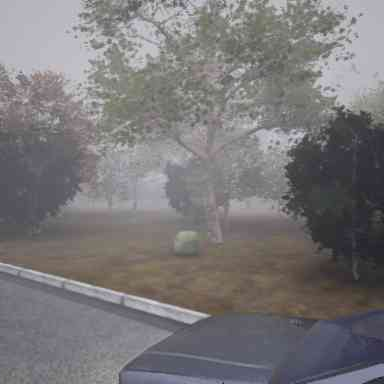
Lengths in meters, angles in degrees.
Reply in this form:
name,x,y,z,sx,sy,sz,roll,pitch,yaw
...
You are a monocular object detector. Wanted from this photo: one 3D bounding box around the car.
name,x,y,z,sx,sy,sz,roll,pitch,yaw
car,1.889,1.547,2.032,5.357,1.411,2.033,0,0,36
